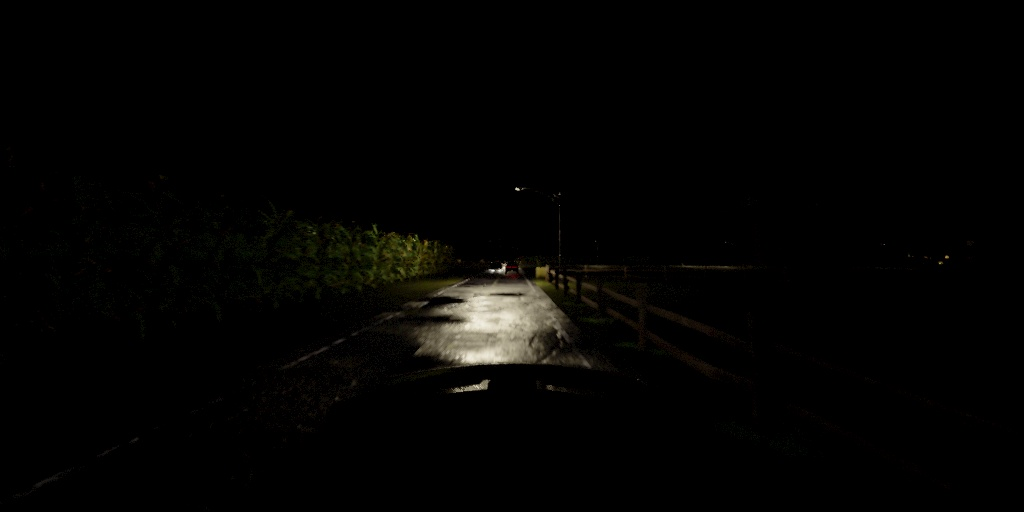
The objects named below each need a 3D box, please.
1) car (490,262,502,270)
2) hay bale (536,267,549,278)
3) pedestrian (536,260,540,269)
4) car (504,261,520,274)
[{"bbox_3d":[-2.755,1.760,64.297,1.994,1.385,4.181,0,0,0],"label":"car"},{"bbox_3d":[3.126,1.647,36.885,1.220,1.180,1.240,0,0,0],"label":"hay bale"},{"bbox_3d":[2.782,1.302,37.984,0.375,1.860,0.375,0,0,-2],"label":"pedestrian"},{"bbox_3d":[0.017,1.583,47.659,1.837,1.490,4.892,0,0,0],"label":"car"}]
